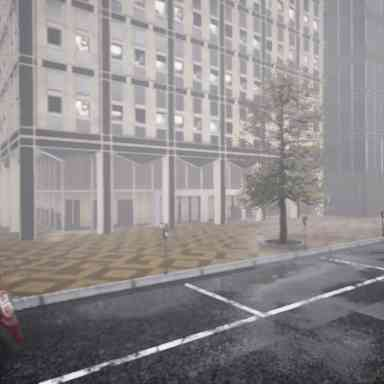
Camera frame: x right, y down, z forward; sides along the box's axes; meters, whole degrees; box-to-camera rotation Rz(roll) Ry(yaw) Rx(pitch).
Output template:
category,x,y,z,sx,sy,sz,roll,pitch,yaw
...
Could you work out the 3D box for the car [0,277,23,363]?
category,x,y,z,sx,sy,sz,roll,pitch,yaw
car,-4.209,1.445,3.564,4.097,1.590,1.967,0,0,-35
